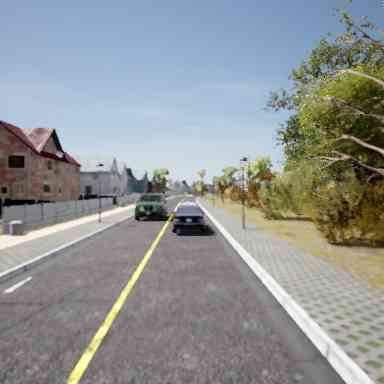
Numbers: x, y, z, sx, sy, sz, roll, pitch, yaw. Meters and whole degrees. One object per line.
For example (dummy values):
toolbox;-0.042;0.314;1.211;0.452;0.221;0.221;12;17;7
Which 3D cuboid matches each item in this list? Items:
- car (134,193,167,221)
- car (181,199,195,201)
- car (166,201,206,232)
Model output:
car;-3.123;1.123;26.211;2.150;2.045;5.566;0;0;-1
car;-0.450;1.443;37.846;1.895;1.301;4.718;0;0;-1
car;-0.182;1.467;19.450;2.033;1.411;5.357;0;0;-1
